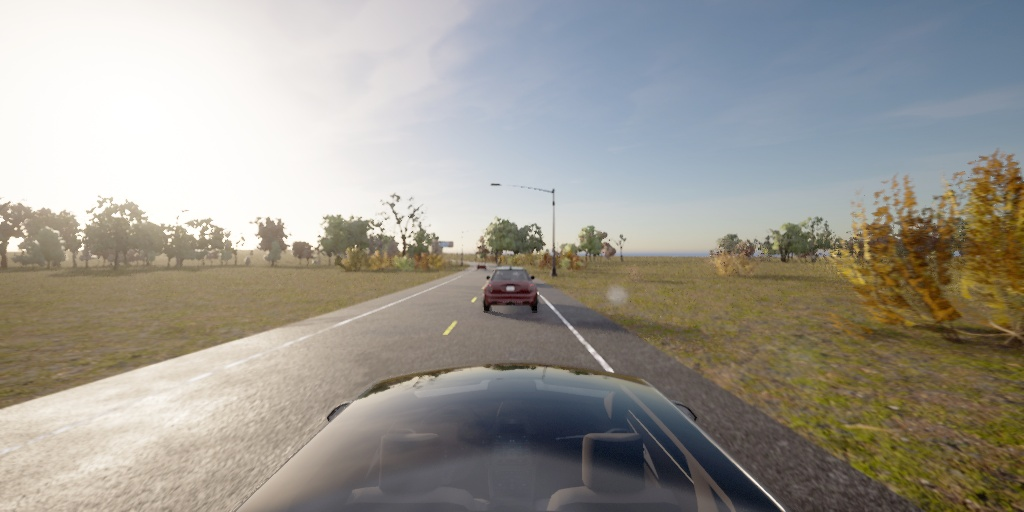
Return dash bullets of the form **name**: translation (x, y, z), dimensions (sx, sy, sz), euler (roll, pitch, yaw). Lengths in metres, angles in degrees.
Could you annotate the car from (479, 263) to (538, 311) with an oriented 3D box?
- **car**: translation (-0.066, 1.242, 15.291), dimensions (2.097, 1.767, 4.553), euler (0, -1, 0)
